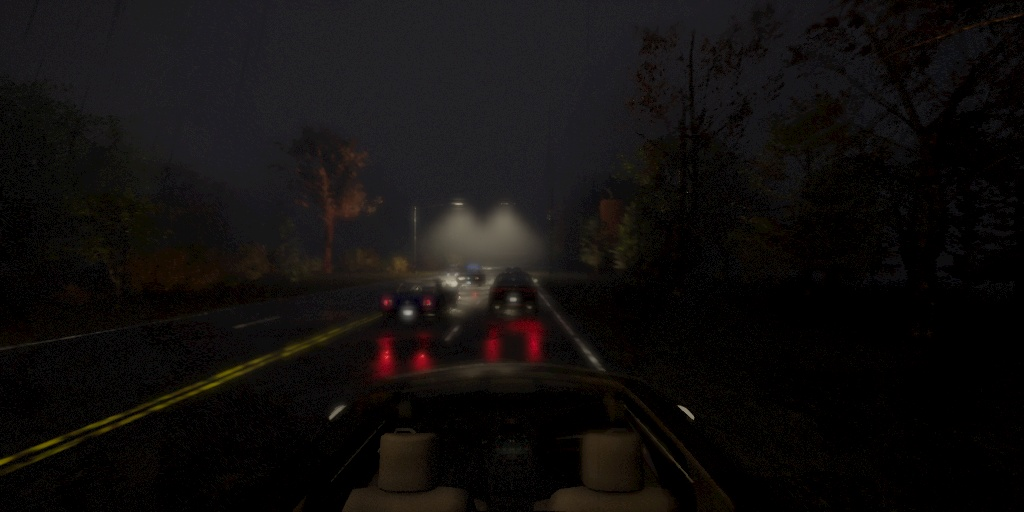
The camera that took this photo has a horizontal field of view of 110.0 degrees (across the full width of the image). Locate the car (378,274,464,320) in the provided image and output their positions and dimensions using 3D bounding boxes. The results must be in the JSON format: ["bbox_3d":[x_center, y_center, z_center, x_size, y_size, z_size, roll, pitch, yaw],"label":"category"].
[{"bbox_3d":[-3.192,1.505,13.340,1.895,1.301,4.718,0,-1,1],"label":"car"}]

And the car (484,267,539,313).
[{"bbox_3d":[0.077,1.405,15.111,1.882,1.535,5.008,0,0,1],"label":"car"}]

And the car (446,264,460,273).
[{"bbox_3d":[-9.468,2.024,58.628,1.994,1.385,4.181,0,-1,1],"label":"car"}]

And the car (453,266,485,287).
[{"bbox_3d":[-3.131,1.698,28.340,1.895,1.301,4.718,0,-1,1],"label":"car"}]

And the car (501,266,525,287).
[{"bbox_3d":[0.130,1.625,29.620,1.812,1.442,4.674,-1,-1,1],"label":"car"}]

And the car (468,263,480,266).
[{"bbox_3d":[-6.225,1.936,58.376,1.882,1.535,5.008,0,-1,1],"label":"car"}]
